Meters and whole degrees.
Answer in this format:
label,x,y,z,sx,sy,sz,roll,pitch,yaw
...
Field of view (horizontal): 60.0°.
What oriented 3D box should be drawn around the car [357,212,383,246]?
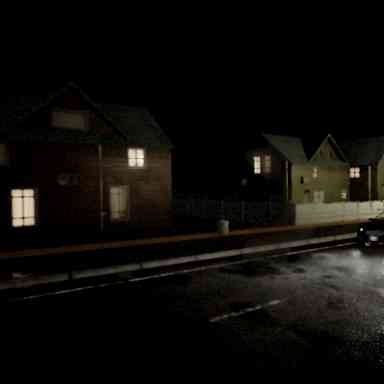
label,x,y,z,sx,sy,sz,roll,pitch,yaw
car,8.847,1.484,13.984,4.902,1.511,2.128,0,0,-35
